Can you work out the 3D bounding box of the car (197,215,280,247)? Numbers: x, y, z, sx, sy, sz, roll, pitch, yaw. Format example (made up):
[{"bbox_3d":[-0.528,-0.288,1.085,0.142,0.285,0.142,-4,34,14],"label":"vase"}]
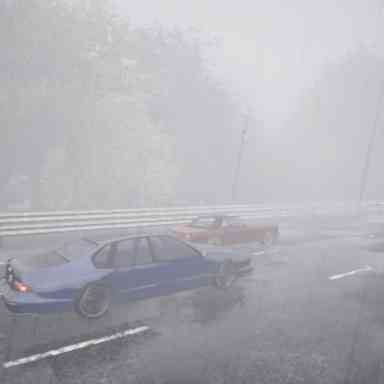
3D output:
[{"bbox_3d":[1.356,1.577,13.306,4.718,1.301,1.895,0,0,-35],"label":"car"}]

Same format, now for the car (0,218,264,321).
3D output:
[{"bbox_3d":[-1.099,1.538,7.262,5.357,1.411,2.033,0,0,-35],"label":"car"}]
